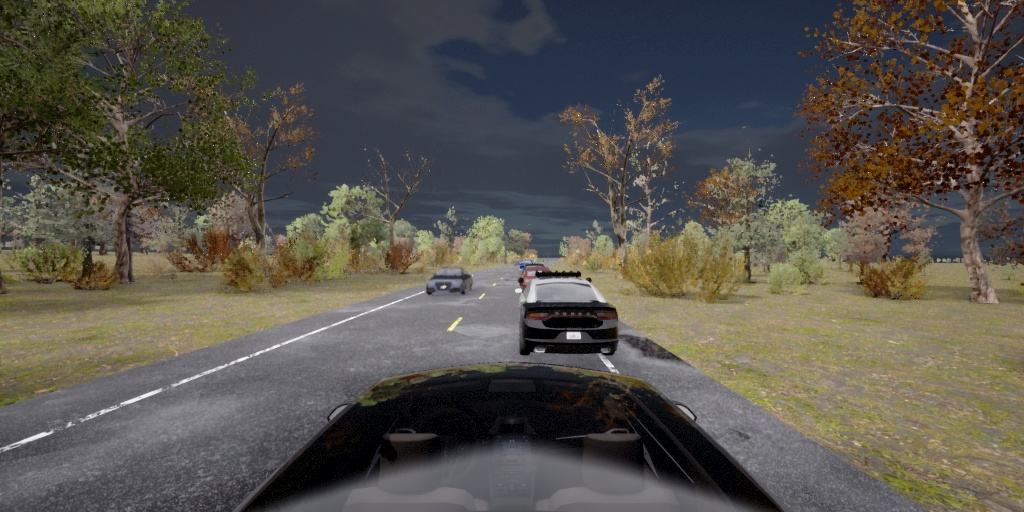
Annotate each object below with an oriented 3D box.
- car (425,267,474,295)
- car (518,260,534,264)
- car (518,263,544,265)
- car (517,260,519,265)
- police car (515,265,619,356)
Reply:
[{"bbox_3d":[-3.276,1.320,19.453,1.994,1.385,4.181,0,0,2],"label":"car"},{"bbox_3d":[1.531,1.266,24.615,1.837,1.490,4.892,0,0,2],"label":"car"},{"bbox_3d":[1.324,1.281,18.645,1.812,1.442,4.674,0,0,2],"label":"car"},{"bbox_3d":[2.106,1.313,50.363,1.882,1.535,5.008,0,0,5],"label":"car"},{"bbox_3d":[1.107,1.177,8.802,1.930,1.638,5.238,0,0,1],"label":"police car"}]
